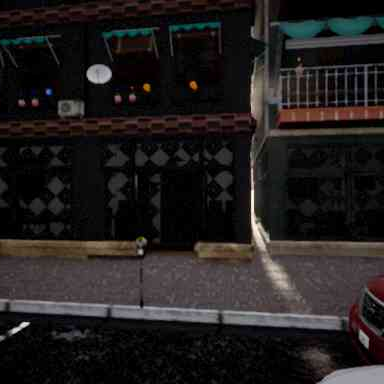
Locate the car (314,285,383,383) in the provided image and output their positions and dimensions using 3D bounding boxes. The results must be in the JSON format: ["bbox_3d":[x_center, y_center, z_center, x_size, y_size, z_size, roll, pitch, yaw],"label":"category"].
[{"bbox_3d":[2.926,1.525,1.665,4.674,1.442,1.812,0,0,8],"label":"car"}]

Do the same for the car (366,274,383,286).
[{"bbox_3d":[4.397,1.313,3.342,5.009,1.841,2.192,0,0,8],"label":"car"}]
